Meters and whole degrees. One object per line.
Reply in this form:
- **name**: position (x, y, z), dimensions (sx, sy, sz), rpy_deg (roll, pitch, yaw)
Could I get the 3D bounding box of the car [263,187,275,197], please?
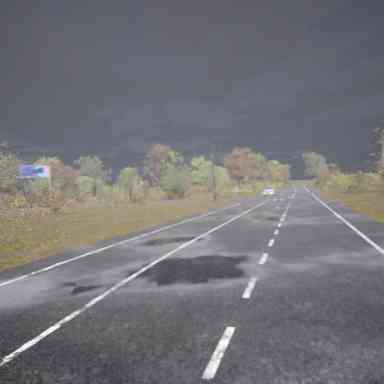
- **car**: position (16.799, -0.148, 72.789), dimensions (2.150, 2.045, 5.566), rpy_deg (-4, 0, 18)
